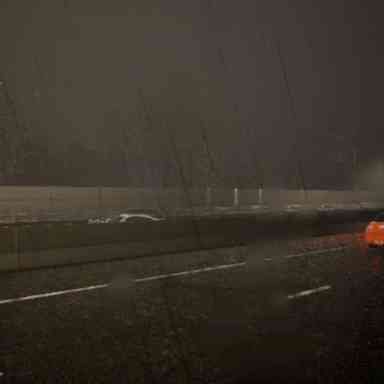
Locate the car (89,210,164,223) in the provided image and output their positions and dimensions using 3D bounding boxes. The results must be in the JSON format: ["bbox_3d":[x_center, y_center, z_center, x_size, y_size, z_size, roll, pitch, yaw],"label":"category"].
[{"bbox_3d":[-3.603,1.945,18.577,4.674,1.442,1.812,0,-1,-35],"label":"car"}]

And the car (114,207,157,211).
[{"bbox_3d":[-4.119,1.857,22.479,4.553,1.767,2.097,0,-1,-35],"label":"car"}]

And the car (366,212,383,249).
[{"bbox_3d":[9.812,1.600,14.872,4.553,1.767,2.097,0,-1,-35],"label":"car"}]

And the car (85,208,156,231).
[{"bbox_3d":[-5.484,2.076,25.788,4.902,1.511,2.128,1,-2,-35],"label":"car"}]
